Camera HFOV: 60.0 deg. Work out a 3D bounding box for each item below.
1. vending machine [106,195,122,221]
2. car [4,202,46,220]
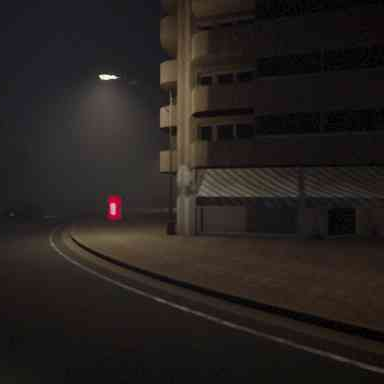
[{"bbox_3d":[-6.525,1.329,27.854,1.100,2.100,0.880,0,0,-3],"label":"vending machine"},{"bbox_3d":[-14.617,1.634,29.264,1.812,1.442,4.674,0,0,-1],"label":"car"}]
